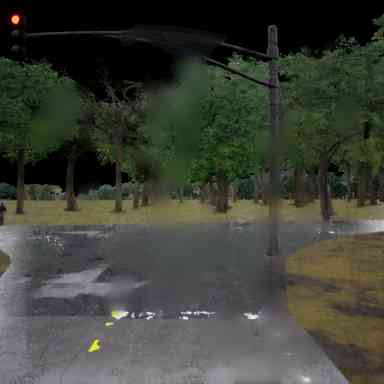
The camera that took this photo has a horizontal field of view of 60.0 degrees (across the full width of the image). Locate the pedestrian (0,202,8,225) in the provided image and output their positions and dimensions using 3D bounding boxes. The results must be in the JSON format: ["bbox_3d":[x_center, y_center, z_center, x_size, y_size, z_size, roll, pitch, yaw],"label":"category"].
[{"bbox_3d":[-15.242,1.718,26.759,0.375,1.860,0.375,0,-1,0],"label":"pedestrian"}]
